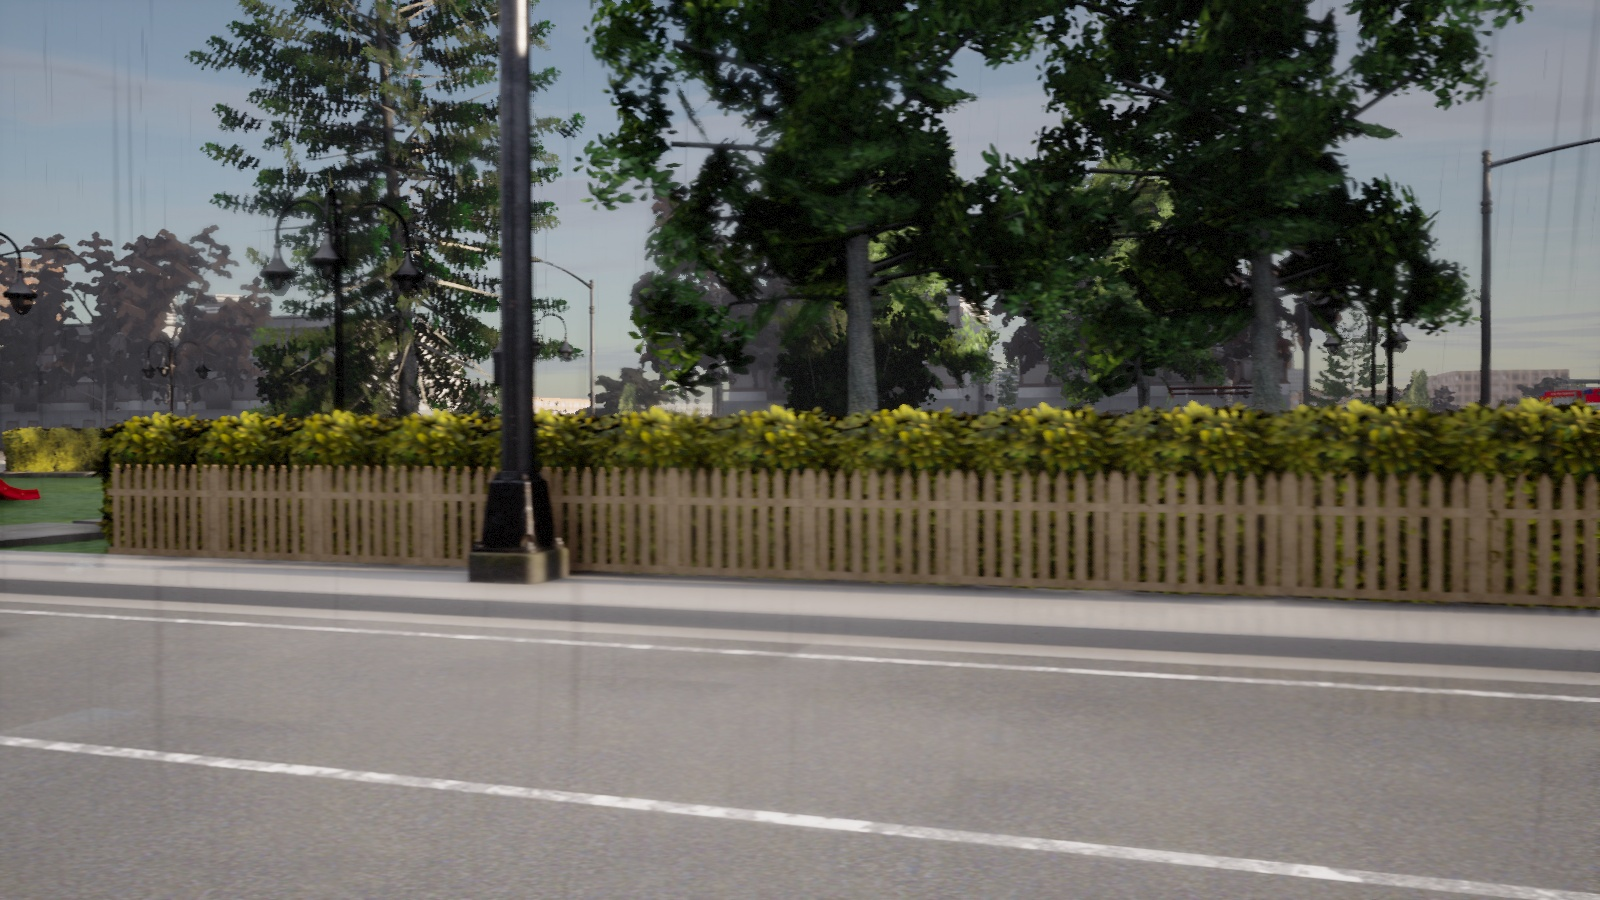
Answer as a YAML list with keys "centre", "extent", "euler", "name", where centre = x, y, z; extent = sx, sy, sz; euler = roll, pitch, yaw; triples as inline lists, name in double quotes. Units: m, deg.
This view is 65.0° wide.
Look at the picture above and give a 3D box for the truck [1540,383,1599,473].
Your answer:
- centre: [37.797, -0.936, 55.937]
  extent: [8.468, 3.827, 2.891]
  euler: [0, 0, -10]
  name: "truck"
